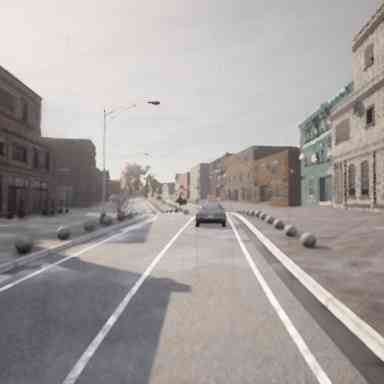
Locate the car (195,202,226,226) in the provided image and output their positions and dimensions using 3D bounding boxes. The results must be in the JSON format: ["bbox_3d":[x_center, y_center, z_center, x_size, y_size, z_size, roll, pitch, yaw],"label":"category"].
[{"bbox_3d":[1.284,1.480,22.408,1.994,1.385,4.181,0,0,4],"label":"car"}]

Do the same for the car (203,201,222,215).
[{"bbox_3d":[2.428,1.907,39.834,2.128,1.511,4.902,0,-3,3],"label":"car"}]
